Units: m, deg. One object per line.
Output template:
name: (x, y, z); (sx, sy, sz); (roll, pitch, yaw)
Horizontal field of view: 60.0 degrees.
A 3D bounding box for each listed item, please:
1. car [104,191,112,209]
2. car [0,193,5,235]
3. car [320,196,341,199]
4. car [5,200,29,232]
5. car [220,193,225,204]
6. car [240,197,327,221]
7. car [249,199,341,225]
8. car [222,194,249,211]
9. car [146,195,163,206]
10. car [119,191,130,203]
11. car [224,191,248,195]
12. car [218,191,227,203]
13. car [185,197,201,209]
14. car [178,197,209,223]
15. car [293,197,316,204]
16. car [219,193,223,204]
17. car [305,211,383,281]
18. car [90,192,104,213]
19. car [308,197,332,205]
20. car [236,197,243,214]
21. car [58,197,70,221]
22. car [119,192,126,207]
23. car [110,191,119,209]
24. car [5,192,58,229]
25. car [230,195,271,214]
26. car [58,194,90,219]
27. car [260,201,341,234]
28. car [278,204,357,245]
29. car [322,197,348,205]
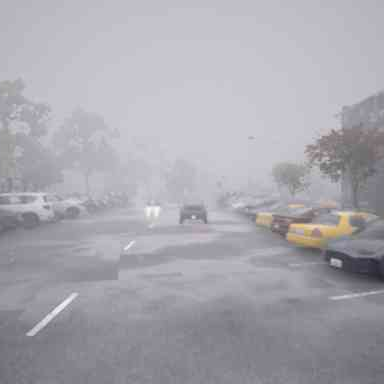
car: (-10.979, 1.098, 34.336); (4.553, 1.767, 2.185); (-1, 0, -20)
car: (-10.916, 1.133, 13.195); (5.566, 2.045, 2.435); (-1, 0, -20)
car: (22.464, 1.877, 54.737); (1.946, 1.575, 5.366); (2, 1, -21)
car: (-10.932, 1.363, 16.204); (4.892, 1.521, 2.231); (-1, 1, -20)
car: (6.007, 1.212, 36.053); (4.892, 1.521, 2.231); (1, 1, -20)
car: (5.998, 1.324, 21.267); (5.008, 1.535, 2.097); (1, 1, -20)
car: (6.171, 1.345, 18.371); (5.366, 1.575, 1.946); (1, 0, -20)
car: (5.831, 1.251, 30.065); (5.366, 1.575, 1.946); (1, 1, -20)
car: (-5.017, 1.148, 44.975); (2.128, 1.511, 4.902); (0, 0, 0)
car: (-10.971, 0.903, 43.392); (5.566, 2.045, 2.435); (-1, 1, -20)
car: (6.033, 1.108, 33.101); (4.553, 1.767, 2.185); (1, 1, -20)
car: (6.028, 0.915, 41.985); (5.566, 2.045, 2.435); (1, 0, -20)
car: (0.101, 1.288, 40.785); (1.895, 1.301, 4.718); (0, 0, 0)
car: (0.100, 1.324, 23.429); (1.837, 1.490, 4.892); (0, 0, 0)
car: (24.699, 1.852, 73.075); (2.231, 1.521, 4.892); (2, -1, -21)
car: (6.001, 1.228, 39.011); (4.674, 1.452, 2.002); (1, 0, -20)
car: (5.977, 1.444, 9.408); (4.792, 1.488, 2.163); (1, 1, -20)
car: (-10.972, 1.121, 31.309); (4.553, 1.767, 2.185); (-1, 0, -20)
car: (28.092, 1.956, 73.108); (2.231, 1.521, 4.892); (2, 0, -21)
car: (6.025, 1.331, 24.233); (4.792, 1.488, 2.163); (1, 0, -20)
car: (-10.916, 1.345, 22.268); (4.792, 1.488, 2.163); (-1, 0, -20)
car: (-10.953, 1.178, 40.389); (4.892, 1.521, 2.231); (-1, 0, -20)
car: (-10.918, 1.074, 37.374); (4.553, 1.767, 2.185); (-1, 1, -20)
car: (-10.978, 1.088, 19.223); (5.566, 2.045, 2.435); (-1, 1, -20)
car: (6.003, 1.280, 27.182); (4.892, 1.521, 2.231); (1, 1, -20)
car: (-10.923, 1.041, 25.290); (5.566, 2.045, 2.435); (-1, 0, -20)
car: (6.000, 1.369, 15.337); (5.008, 1.535, 2.097); (1, 0, -20)
car: (6.170, 1.391, 12.454); (5.366, 1.575, 1.946); (1, 0, -20)
car: (31.412, 2.054, 73.330); (1.946, 1.575, 5.366); (2, 0, -21)
